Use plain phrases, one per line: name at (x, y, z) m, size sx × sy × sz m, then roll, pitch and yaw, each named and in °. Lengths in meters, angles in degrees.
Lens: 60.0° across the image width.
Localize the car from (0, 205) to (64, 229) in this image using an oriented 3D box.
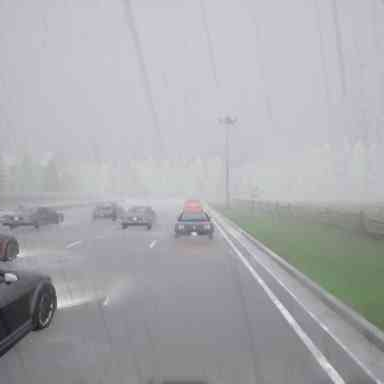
car at (-10.387, 1.643, 22.183) m, size 2.033 × 1.411 × 5.357 m, roll 0°, pitch 0°, yaw 0°

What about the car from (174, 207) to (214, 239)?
car at (0.111, 1.676, 17.698) m, size 1.895 × 1.301 × 4.718 m, roll 0°, pitch 0°, yaw 0°

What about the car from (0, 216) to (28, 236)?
car at (-6.894, 1.606, 9.676) m, size 1.994 × 1.385 × 4.181 m, roll 0°, pitch 0°, yaw 0°

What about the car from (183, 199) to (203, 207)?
car at (0.122, 1.509, 37.132) m, size 2.097 × 1.767 × 4.553 m, roll 0°, pitch 0°, yaw 0°

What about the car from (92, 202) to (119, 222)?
car at (-6.883, 1.610, 27.810) m, size 2.128 × 1.511 × 4.902 m, roll 0°, pitch 0°, yaw 0°

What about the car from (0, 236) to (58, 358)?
car at (-3.396, 1.583, 4.278) m, size 1.994 × 1.385 × 4.181 m, roll 0°, pitch 0°, yaw 0°

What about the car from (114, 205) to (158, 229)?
car at (-3.387, 1.642, 22.168) m, size 2.033 × 1.411 × 5.357 m, roll 0°, pitch 0°, yaw 0°
